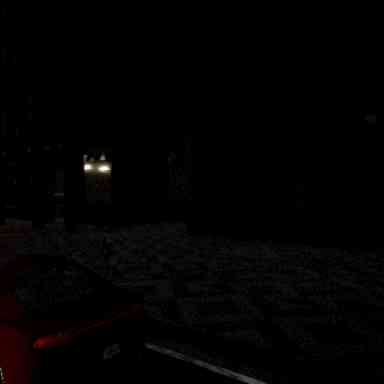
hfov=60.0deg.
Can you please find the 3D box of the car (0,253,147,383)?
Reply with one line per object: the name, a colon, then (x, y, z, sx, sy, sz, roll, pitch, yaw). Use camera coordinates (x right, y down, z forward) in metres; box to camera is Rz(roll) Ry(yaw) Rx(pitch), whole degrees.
car: (-2.682, 1.596, 4.870, 4.507, 1.381, 1.887, -1, 0, 35)
